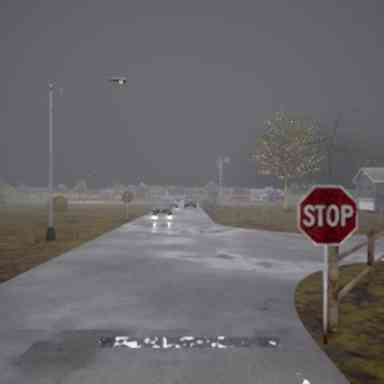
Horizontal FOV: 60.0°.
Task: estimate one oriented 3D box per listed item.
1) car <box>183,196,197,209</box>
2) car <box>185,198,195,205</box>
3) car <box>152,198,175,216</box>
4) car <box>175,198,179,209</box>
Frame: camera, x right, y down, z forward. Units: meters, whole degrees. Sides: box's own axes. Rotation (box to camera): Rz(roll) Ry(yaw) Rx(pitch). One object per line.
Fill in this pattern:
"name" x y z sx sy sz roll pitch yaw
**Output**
"car" -0.233 1.827 51.358 1.837 1.490 4.892 0 -1 0
"car" -0.464 2.064 71.224 1.994 1.385 4.181 0 -1 0
"car" -3.070 1.670 35.280 1.837 1.490 4.892 0 -1 0
"car" -3.165 1.680 51.683 2.097 1.767 4.553 0 -1 0
